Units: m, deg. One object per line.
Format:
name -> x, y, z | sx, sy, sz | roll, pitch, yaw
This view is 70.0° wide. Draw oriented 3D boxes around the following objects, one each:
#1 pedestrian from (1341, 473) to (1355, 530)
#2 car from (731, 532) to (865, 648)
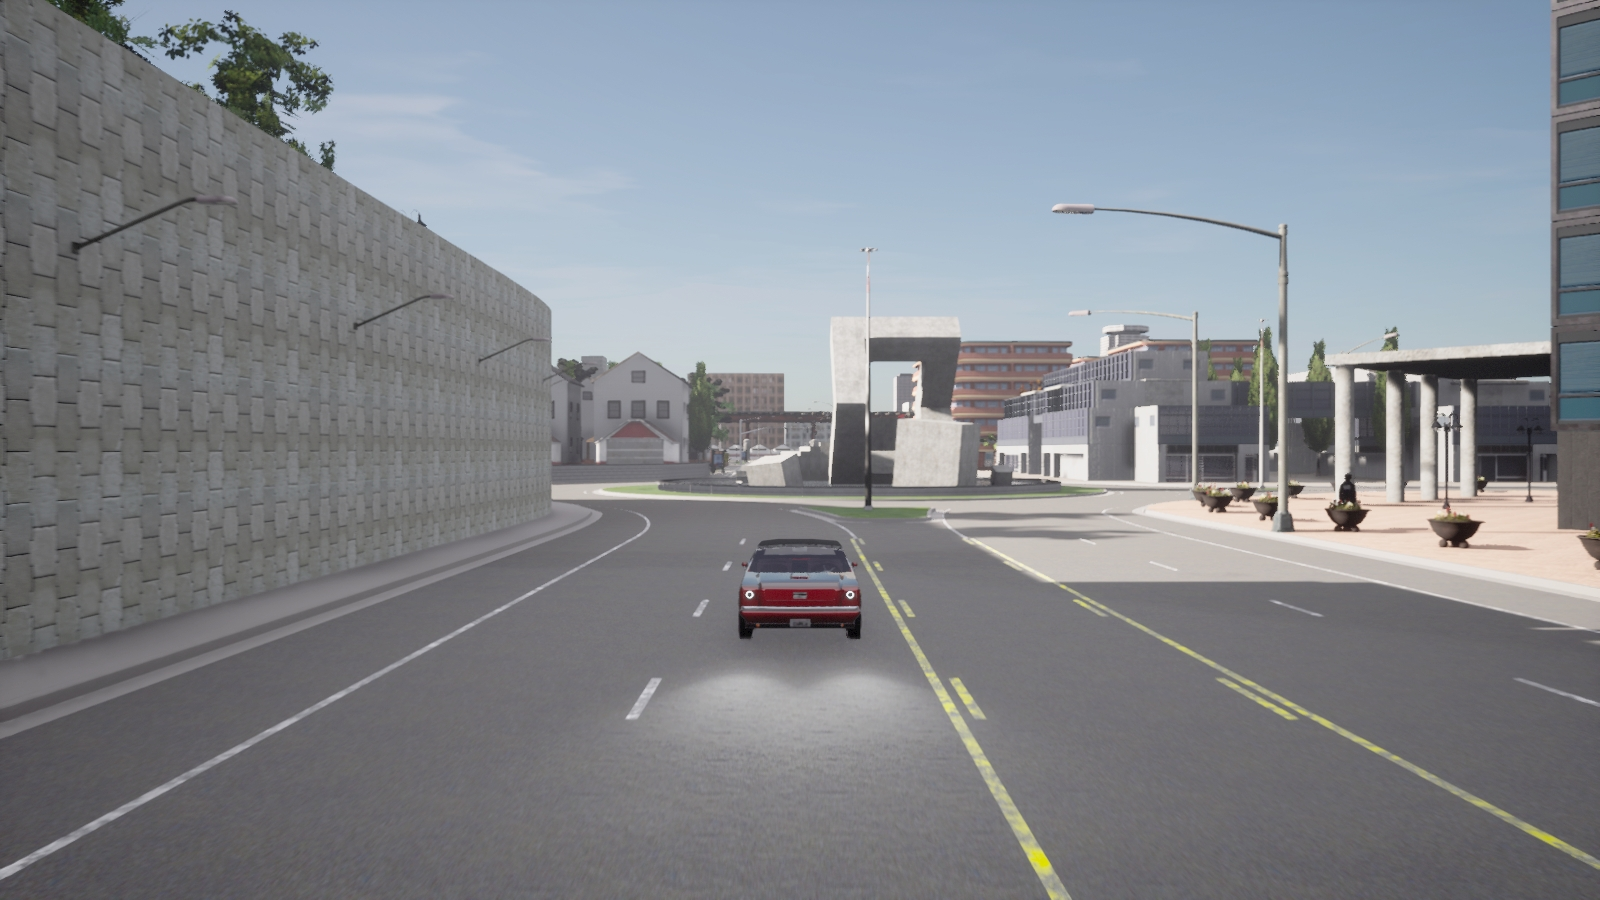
pedestrian -> 18.096, 1.701, 37.719 | 0.375, 1.860, 0.375 | 0, 0, 36
car -> -0.036, 2.155, 18.545 | 1.895, 1.301, 4.718 | 0, 0, 0
